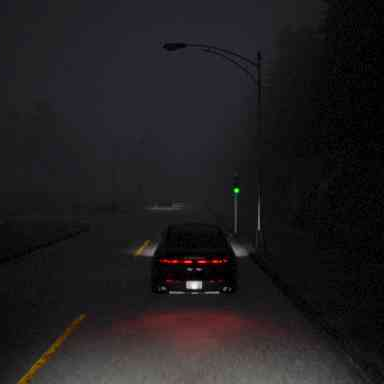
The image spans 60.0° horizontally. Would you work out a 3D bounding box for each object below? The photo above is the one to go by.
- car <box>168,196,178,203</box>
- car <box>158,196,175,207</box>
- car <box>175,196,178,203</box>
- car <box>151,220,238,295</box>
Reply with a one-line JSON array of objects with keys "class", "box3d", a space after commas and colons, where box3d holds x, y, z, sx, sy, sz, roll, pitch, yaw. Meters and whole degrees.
[{"class": "car", "box3d": [-3.984, 1.541, 70.729, 1.812, 1.442, 4.674, 0, 0, 0]}, {"class": "car", "box3d": [-4.083, 1.491, 51.181, 1.882, 1.535, 5.008, 0, 0, 0]}, {"class": "car", "box3d": [-4.058, 1.494, 60.527, 1.882, 1.535, 5.008, 0, 0, 0]}, {"class": "car", "box3d": [0.063, 1.508, 8.737, 1.837, 1.490, 4.892, 0, 0, 0]}]
